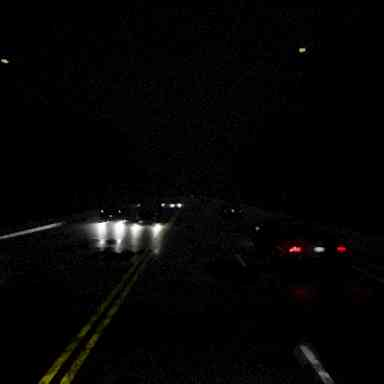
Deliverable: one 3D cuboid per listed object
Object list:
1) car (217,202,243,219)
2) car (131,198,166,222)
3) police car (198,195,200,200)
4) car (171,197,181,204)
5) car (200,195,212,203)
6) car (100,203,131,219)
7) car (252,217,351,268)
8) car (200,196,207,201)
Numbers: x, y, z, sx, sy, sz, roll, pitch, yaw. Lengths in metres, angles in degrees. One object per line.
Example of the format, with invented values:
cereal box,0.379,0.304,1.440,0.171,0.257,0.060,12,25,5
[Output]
car,3.347,1.602,29.769,2.033,1.411,5.357,0,0,0
car,-3.350,1.525,26.716,1.882,1.535,5.008,0,0,0
police car,3.246,1.653,82.737,1.930,1.638,5.238,0,0,0
car,-3.253,1.763,68.289,1.895,1.301,4.718,0,0,0
car,3.247,1.612,71.626,2.033,1.649,4.856,0,0,0
car,-6.600,1.654,29.215,1.895,1.301,4.718,0,0,0
car,3.350,1.566,11.258,2.033,1.411,5.357,0,0,0
car,3.246,1.845,93.627,1.994,1.385,4.181,0,0,0
